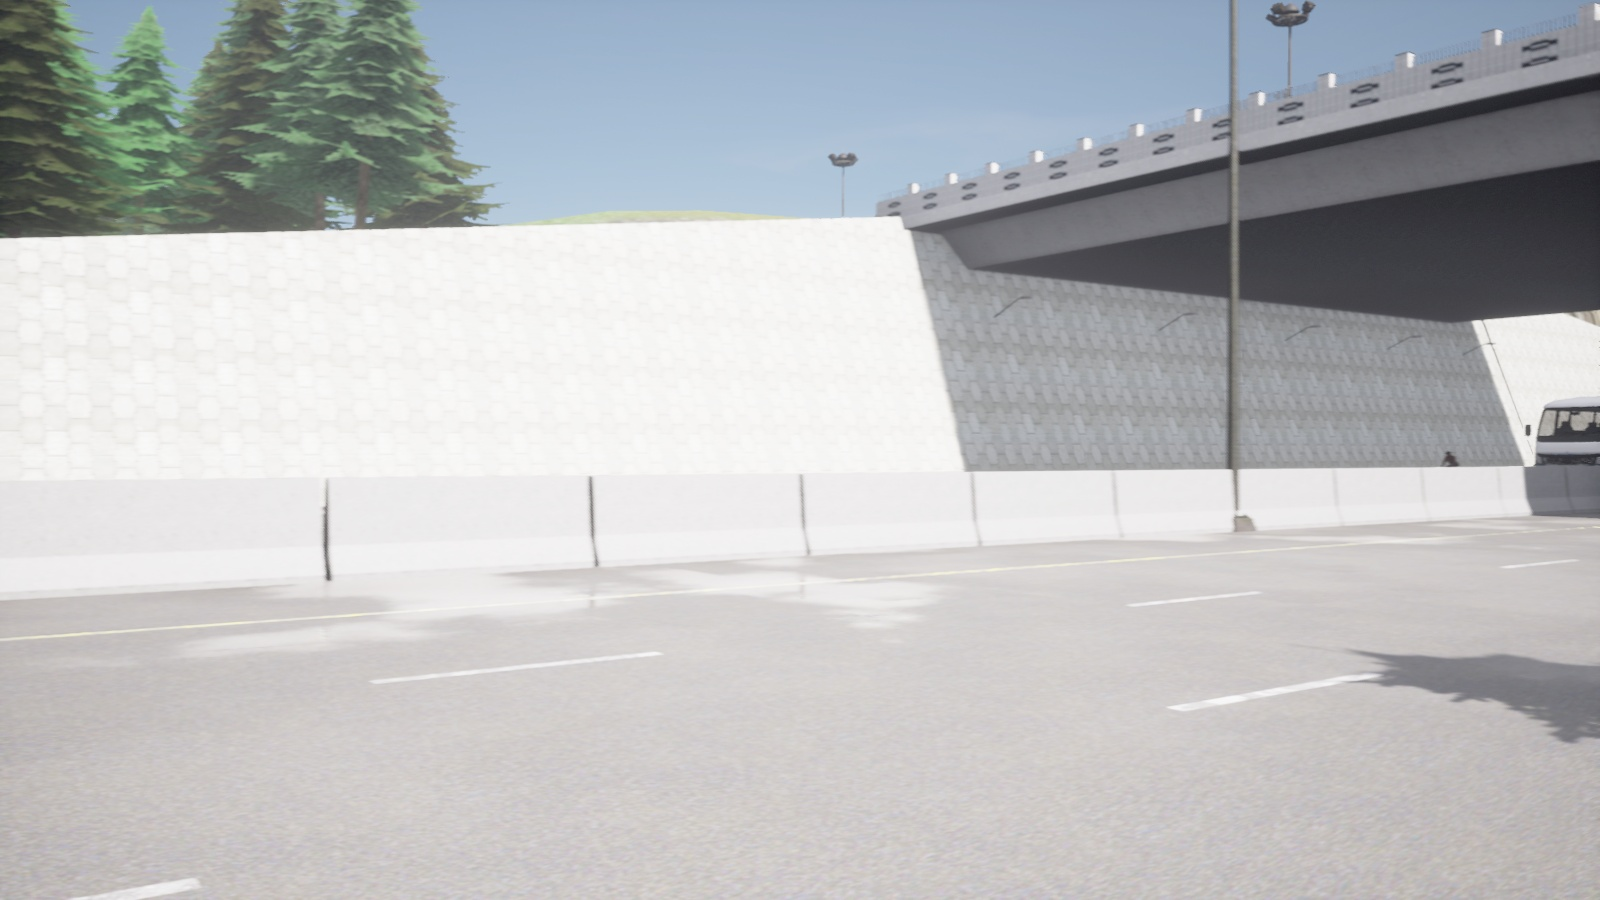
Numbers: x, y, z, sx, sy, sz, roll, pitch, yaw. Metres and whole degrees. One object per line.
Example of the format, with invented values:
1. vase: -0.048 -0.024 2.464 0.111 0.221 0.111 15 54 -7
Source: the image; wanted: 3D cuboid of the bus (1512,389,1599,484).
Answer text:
1. bus: 39.009 -0.600 60.689 10.273 4.253 3.944 0 0 -35
